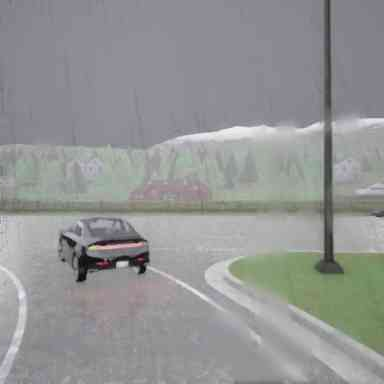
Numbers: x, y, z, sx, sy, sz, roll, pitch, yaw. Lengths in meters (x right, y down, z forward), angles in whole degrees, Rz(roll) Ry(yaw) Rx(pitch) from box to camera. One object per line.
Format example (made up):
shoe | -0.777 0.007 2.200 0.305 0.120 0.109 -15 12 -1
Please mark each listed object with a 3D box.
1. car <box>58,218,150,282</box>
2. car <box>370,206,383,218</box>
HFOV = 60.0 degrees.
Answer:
car | -2.821 1.528 10.062 2.128 1.511 4.902 0 0 -29
car | 17.205 1.453 27.125 4.892 1.490 1.837 0 0 7
